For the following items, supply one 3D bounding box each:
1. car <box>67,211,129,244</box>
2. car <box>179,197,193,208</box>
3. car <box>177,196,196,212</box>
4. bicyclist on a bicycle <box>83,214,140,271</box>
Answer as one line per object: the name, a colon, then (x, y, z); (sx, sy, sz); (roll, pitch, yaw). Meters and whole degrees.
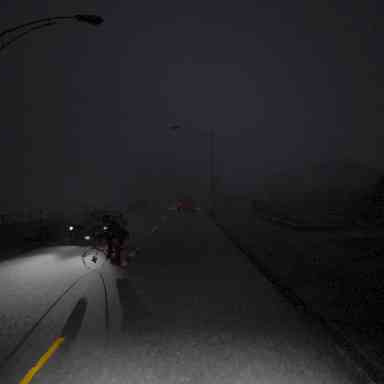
car: (-4.365, 1.601, 16.050); (1.895, 1.301, 4.718); (0, 0, -1)
car: (-0.866, 1.478, 48.847); (1.882, 1.535, 5.008); (0, 0, -1)
car: (-0.645, 1.352, 38.836); (2.097, 1.767, 4.553); (0, 0, -1)
bicyclist on a bicycle: (-2.300, 1.451, 9.506); (1.656, 1.620, 0.582); (0, 0, -1)
